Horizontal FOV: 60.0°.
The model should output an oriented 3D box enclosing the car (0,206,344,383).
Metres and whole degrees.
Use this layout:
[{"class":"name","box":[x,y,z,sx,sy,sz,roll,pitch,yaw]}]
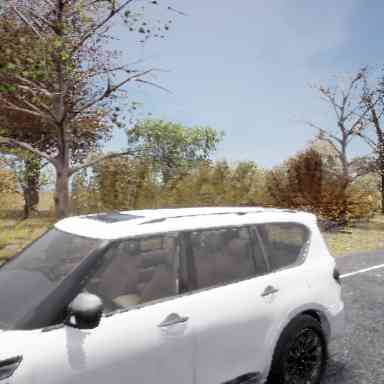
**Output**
[{"class":"car","box":[-0.659,1.223,3.521,5.566,2.045,2.150,0,0,-36]}]
